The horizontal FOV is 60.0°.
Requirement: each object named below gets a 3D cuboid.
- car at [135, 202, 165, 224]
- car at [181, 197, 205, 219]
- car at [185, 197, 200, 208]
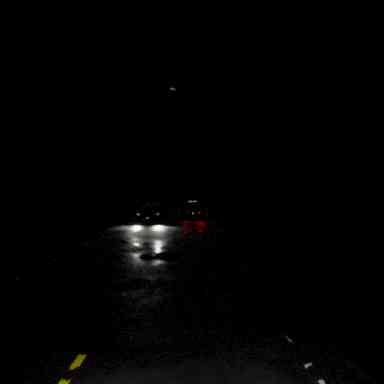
[{"bbox_3d":[-2.999,1.484,24.681,1.812,1.442,4.674,0,0,0],"label":"car"},{"bbox_3d":[0.105,1.451,28.367,2.128,1.511,4.902,0,0,0],"label":"car"},{"bbox_3d":[0.109,1.530,48.440,2.128,1.511,4.902,0,-1,0],"label":"car"}]
